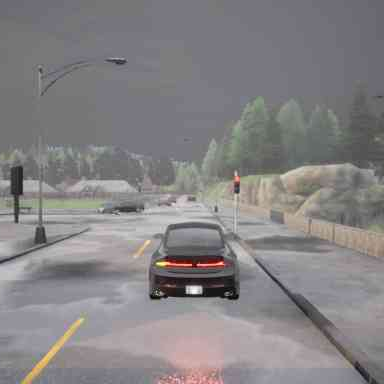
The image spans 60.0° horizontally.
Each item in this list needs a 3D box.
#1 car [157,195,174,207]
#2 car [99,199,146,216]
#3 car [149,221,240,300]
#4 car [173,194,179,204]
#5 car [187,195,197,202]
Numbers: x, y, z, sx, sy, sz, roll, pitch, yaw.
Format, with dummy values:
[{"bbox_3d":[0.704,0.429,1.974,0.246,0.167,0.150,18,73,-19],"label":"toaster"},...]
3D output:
[{"bbox_3d":[-4.118,1.525,50.353,1.812,1.442,4.674,0,0,0],"label":"car"},{"bbox_3d":[-6.787,1.491,32.689,2.128,1.511,4.902,1,1,41],"label":"car"},{"bbox_3d":[0.057,1.505,8.381,1.837,1.490,4.892,0,0,0],"label":"car"},{"bbox_3d":[-4.065,1.564,65.228,1.994,1.385,4.181,0,0,0],"label":"car"},{"bbox_3d":[-0.032,1.324,70.999,1.882,1.535,5.008,0,0,0],"label":"car"}]
